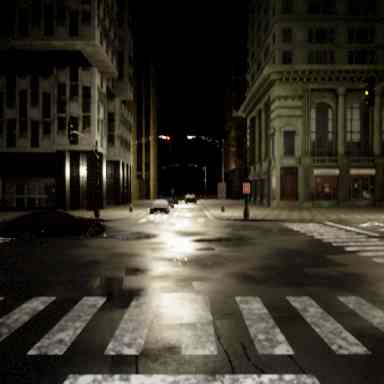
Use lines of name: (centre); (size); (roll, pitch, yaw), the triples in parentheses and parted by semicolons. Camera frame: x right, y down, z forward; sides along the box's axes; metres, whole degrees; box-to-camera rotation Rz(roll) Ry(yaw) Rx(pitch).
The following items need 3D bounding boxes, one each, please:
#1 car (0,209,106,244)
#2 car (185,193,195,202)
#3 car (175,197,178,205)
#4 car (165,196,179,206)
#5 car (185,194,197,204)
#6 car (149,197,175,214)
car: (-6.557, 1.552, 15.971); (4.674, 1.442, 1.812); (-2, 1, -24)
car: (-0.391, 1.190, 73.858); (2.097, 1.767, 4.553); (0, 0, 0)
car: (-3.256, 1.474, 44.322); (2.033, 1.411, 5.357); (0, 0, -1)
car: (-3.258, 1.463, 54.381); (1.994, 1.385, 4.181); (0, 0, 0)
car: (-0.185, 1.444, 60.508); (1.994, 1.385, 4.181); (0, 0, -1)
car: (-3.189, 1.497, 34.257); (2.033, 1.411, 5.357); (0, 0, 0)
